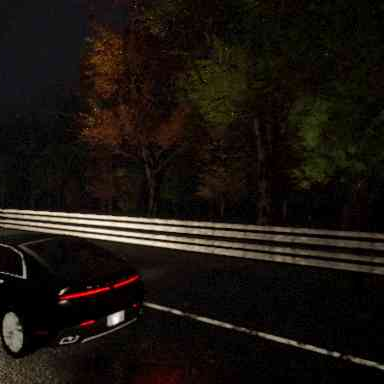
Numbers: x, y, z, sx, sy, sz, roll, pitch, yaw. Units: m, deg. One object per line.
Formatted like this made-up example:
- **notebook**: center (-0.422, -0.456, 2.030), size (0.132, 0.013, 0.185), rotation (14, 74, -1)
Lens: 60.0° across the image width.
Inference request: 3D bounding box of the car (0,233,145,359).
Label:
- **car**: center (-3.025, 1.508, 6.039), size (4.892, 1.490, 1.837), rotation (0, 0, 36)
